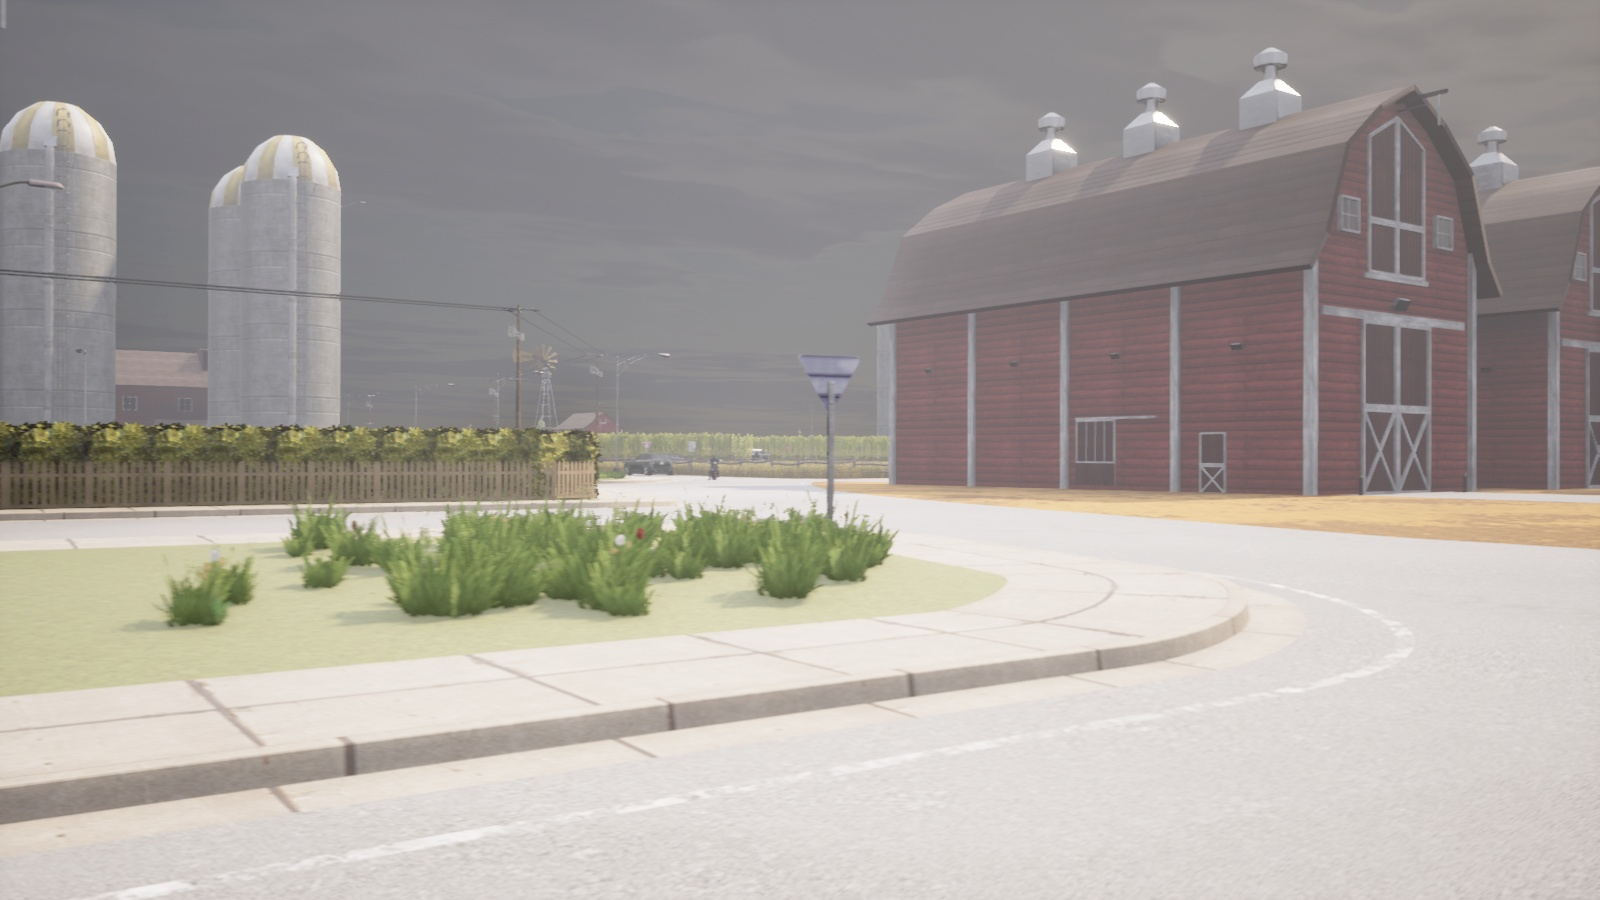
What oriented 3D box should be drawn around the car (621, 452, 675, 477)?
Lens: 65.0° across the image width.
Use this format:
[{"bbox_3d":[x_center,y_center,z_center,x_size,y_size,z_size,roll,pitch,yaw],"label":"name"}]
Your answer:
[{"bbox_3d":[-11.358,1.066,93.471,2.097,1.767,4.553,0,0,-35],"label":"car"}]
